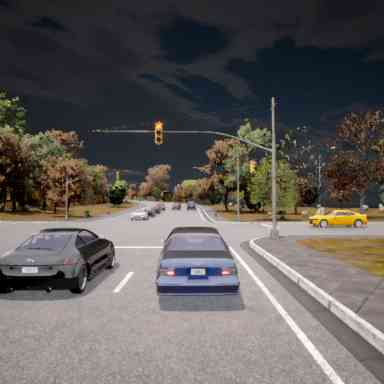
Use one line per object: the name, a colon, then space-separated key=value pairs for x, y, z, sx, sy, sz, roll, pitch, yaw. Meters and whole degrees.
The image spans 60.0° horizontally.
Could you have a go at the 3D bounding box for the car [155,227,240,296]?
car: x=0.070 y=1.647 z=8.971 sx=2.033 sy=1.411 sz=5.357 roll=0 pitch=-1 yaw=-1

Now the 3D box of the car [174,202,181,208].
car: x=-3.830 y=3.428 z=88.290 sx=1.837 sy=1.490 sz=4.892 roll=0 pitch=0 yaw=-4

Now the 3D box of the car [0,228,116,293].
car: x=-3.443 y=1.665 z=9.081 sx=1.994 sy=1.385 sz=4.181 roll=0 pitch=-1 yaw=0

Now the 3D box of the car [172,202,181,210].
car: x=-3.689 y=3.486 z=78.314 sx=1.812 sy=1.442 sz=4.674 roll=0 pitch=0 yaw=0

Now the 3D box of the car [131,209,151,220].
car: x=-7.217 y=3.146 z=46.279 sx=1.812 sy=1.442 sz=4.674 roll=0 pitch=-2 yaw=0

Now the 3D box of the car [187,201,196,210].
car: x=-0.187 y=3.311 z=77.853 sx=2.097 sy=1.767 sz=4.553 roll=0 pitch=0 yaw=0

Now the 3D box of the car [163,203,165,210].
car: x=-7.181 y=3.328 z=75.209 sx=2.097 sy=1.767 sz=4.553 roll=0 pitch=0 yaw=0

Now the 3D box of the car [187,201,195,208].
car: x=-0.307 y=3.243 z=88.032 sx=1.882 sy=1.535 sz=5.008 roll=0 pitch=0 yaw=-4

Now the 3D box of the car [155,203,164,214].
car: x=-7.194 y=3.536 z=65.045 sx=2.033 sy=1.411 sz=5.357 roll=0 pitch=0 yaw=0

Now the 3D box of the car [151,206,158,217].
car: x=-7.222 y=3.470 z=55.298 sx=1.895 sy=1.301 sz=4.718 roll=0 pitch=-1 yaw=0

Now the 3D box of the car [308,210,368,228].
car: x=12.970 y=2.368 z=29.698 sx=5.008 sy=1.535 sz=1.882 roll=0 pitch=-3 yaw=-2
